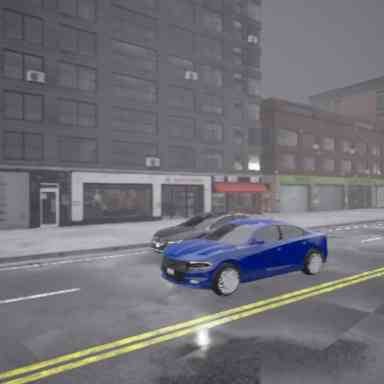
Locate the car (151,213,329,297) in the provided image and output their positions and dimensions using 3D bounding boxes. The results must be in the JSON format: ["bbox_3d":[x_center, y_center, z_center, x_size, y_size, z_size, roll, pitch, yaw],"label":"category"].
[{"bbox_3d":[1.557,1.469,8.784,5.008,1.535,1.882,0,0,-35],"label":"car"}]

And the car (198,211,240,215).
[{"bbox_3d":[0.855,1.494,12.275,4.892,1.490,1.837,0,0,-35],"label":"car"}]
